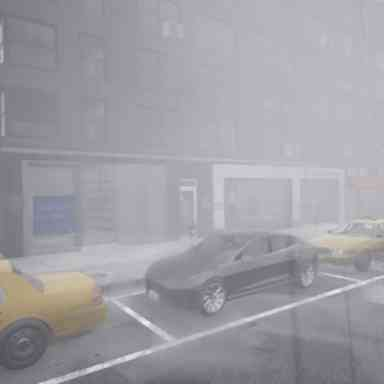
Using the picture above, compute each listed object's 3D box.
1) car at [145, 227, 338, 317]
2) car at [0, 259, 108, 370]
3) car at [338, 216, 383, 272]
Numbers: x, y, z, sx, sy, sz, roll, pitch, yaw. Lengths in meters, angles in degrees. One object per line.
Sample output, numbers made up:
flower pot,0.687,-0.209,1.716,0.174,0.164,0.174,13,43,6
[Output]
car,1.072,1.535,7.422,4.313,1.339,1.947,0,0,-35
car,-3.549,1.530,4.128,4.829,1.417,1.752,0,0,-35
car,5.417,1.463,10.519,4.829,1.417,1.752,0,0,-35
